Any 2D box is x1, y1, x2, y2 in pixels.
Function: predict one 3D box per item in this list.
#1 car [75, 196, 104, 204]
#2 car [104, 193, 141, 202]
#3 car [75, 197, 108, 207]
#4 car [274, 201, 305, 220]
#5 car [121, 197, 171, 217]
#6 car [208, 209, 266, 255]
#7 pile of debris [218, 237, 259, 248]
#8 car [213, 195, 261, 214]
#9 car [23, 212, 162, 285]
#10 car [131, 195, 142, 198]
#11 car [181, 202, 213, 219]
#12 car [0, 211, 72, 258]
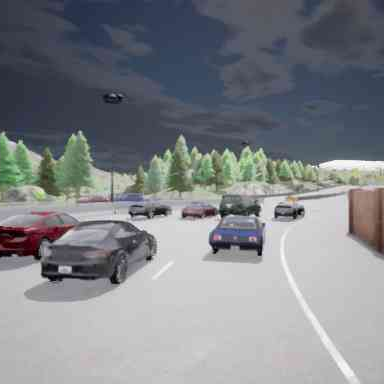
[{"bbox_3d":[-13.969,1.394,46.287,1.882,1.535,5.008,0,0,31],"label":"car"},{"bbox_3d":[-9.303,1.169,47.227,2.150,2.045,5.566,0,0,32],"label":"car"},{"bbox_3d":[-15.268,1.510,50.894,1.895,1.301,4.718,0,0,32],"label":"car"},{"bbox_3d":[8.517,1.541,28.887,2.128,1.511,4.902,0,0,29],"label":"car"},{"bbox_3d":[-3.517,1.470,28.528,2.128,1.511,4.902,0,0,25],"label":"car"},{"bbox_3d":[2.005,1.608,13.463,1.895,1.301,4.718,1,0,14],"label":"car"},{"bbox_3d":[2.065,2.187,14.438,1.500,0.140,1.860,0,0,15],"label":"pile of debris"},{"bbox_3d":[4.146,1.245,28.315,2.150,2.045,5.566,0,0,28],"label":"car"},{"bbox_3d":[-2.386,1.511,9.465,1.812,1.442,4.674,0,0,9],"label":"car"},{"bbox_3d":[-5.688,1.513,46.411,2.033,1.411,5.357,0,0,32],"label":"car"},{"bbox_3d":[0.734,1.567,29.172,1.994,1.385,4.181,0,0,27],"label":"car"},{"bbox_3d":[-5.363,1.446,12.314,1.882,1.535,5.008,0,0,11],"label":"car"}]
